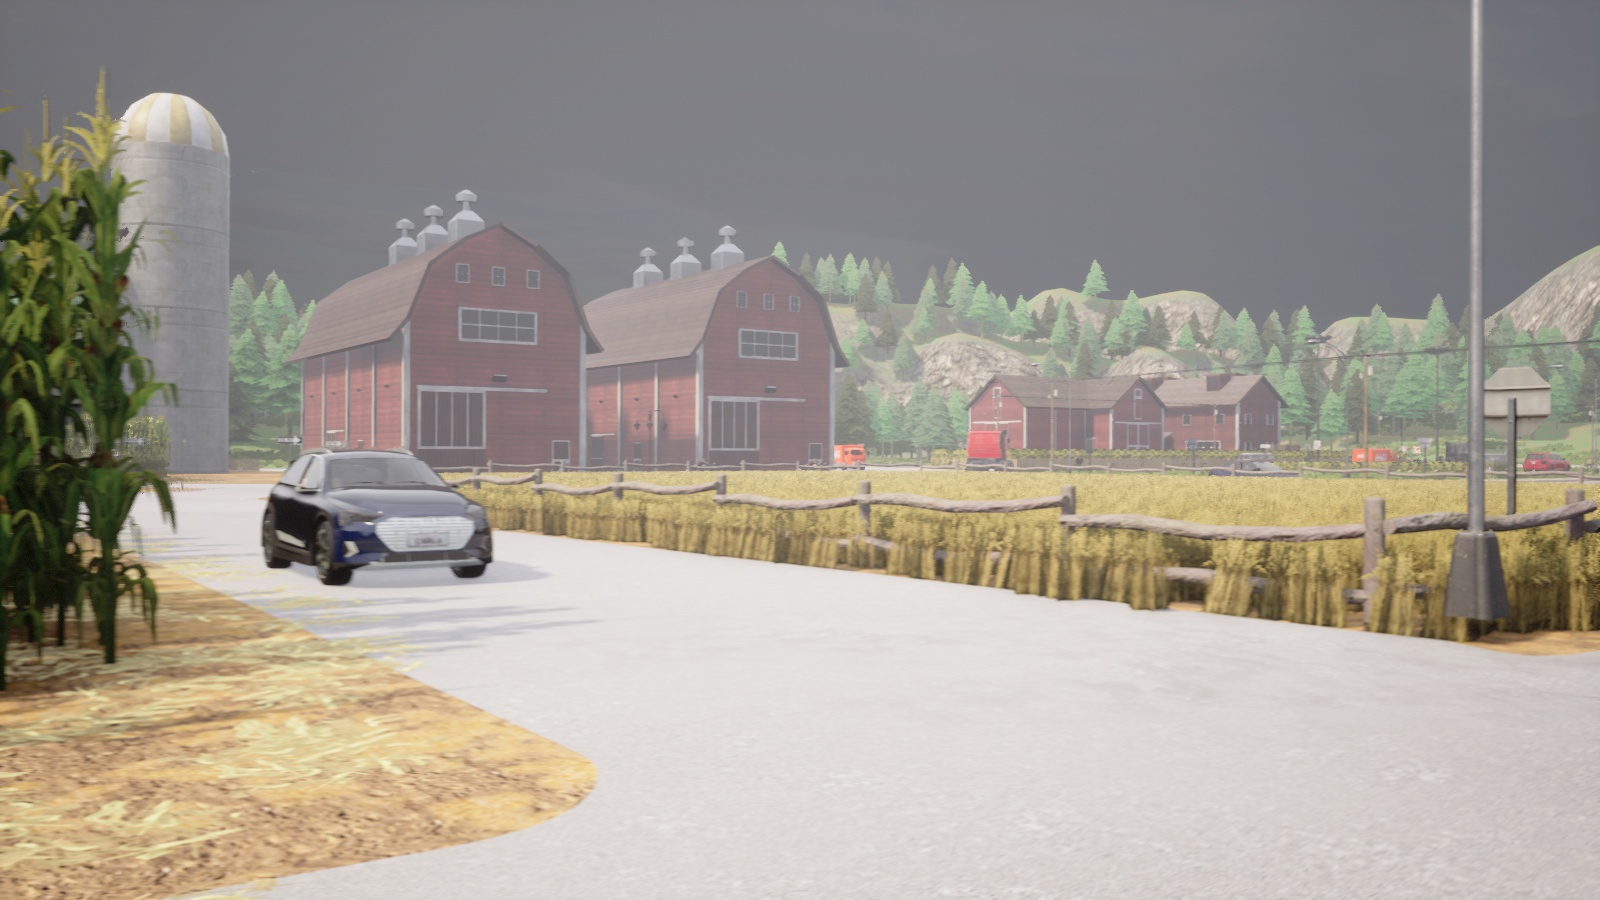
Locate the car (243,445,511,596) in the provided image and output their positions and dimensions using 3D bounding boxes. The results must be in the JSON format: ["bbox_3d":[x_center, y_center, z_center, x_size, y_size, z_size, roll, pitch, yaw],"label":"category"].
[{"bbox_3d":[-5.636,0.798,16.297,2.033,1.649,4.856,0,-1,-35],"label":"car"}]

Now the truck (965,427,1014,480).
[{"bbox_3d":[13.033,0.235,86.819,2.891,3.462,7.936,0,0,5],"label":"truck"}]

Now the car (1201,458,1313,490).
[{"bbox_3d":[22.473,1.154,61.889,2.163,1.488,4.792,0,0,-35],"label":"car"}]
